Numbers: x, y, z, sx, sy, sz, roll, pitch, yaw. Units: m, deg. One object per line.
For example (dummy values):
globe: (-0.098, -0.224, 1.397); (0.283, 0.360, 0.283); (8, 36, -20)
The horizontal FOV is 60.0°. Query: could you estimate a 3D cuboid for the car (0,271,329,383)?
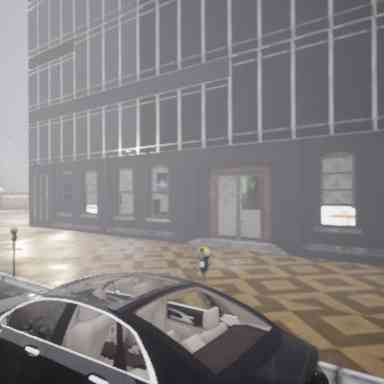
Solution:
car: (-0.912, 1.565, 3.526); (4.403, 1.369, 2.008); (0, 0, 36)
